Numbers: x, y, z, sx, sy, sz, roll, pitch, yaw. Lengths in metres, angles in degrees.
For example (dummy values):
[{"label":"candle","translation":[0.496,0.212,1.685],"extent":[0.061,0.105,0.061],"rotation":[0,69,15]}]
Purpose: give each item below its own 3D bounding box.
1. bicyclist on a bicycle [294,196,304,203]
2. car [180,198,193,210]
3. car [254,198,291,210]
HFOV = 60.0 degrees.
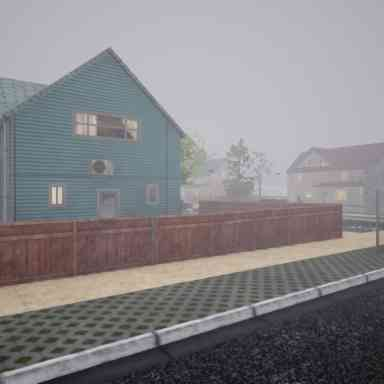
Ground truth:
[{"label":"bicyclist on a bicycle","translation":[10.150,1.206,31.488],"extent":[1.656,1.620,0.582],"rotation":[-1,1,-36]},{"label":"car","translation":[-1.791,1.349,38.150],"extent":[1.882,1.535,5.008],"rotation":[0,1,-35]},{"label":"car","translation":[6.869,1.289,26.000],"extent":[2.097,1.767,4.553],"rotation":[0,0,-35]}]
